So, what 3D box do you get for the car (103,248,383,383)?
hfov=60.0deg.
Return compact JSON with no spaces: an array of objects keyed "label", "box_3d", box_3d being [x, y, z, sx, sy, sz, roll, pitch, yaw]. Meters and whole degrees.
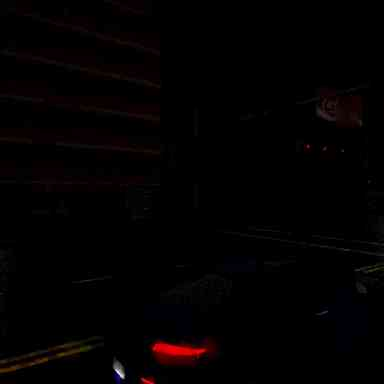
[{"label":"car","box_3d":[1.162,1.526,4.570,4.674,1.442,1.812,0,0,-36]}]
